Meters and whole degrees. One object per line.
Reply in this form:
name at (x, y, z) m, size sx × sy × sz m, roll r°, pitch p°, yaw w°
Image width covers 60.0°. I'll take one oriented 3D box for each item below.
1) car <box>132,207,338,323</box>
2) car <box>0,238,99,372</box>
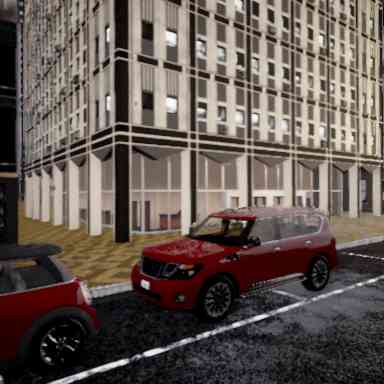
car at (1.216, 1.314, 7.416) m, size 5.009 × 1.841 × 2.192 m, roll -1°, pitch 0°, yaw -35°
car at (-3.405, 1.494, 4.124) m, size 4.097 × 1.590 × 1.967 m, roll -1°, pitch 0°, yaw -35°
